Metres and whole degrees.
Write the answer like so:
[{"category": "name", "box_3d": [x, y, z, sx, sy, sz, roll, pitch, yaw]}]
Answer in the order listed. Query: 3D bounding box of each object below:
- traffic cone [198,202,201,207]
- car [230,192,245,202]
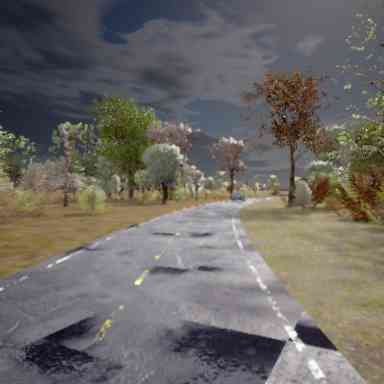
[{"category": "traffic cone", "box_3d": [1.065, 1.768, 47.124, 0.340, 0.580, 0.340, 0, 0, 12]}, {"category": "car", "box_3d": [9.339, 0.965, 67.744, 2.150, 2.045, 5.566, 0, 0, 18]}]
